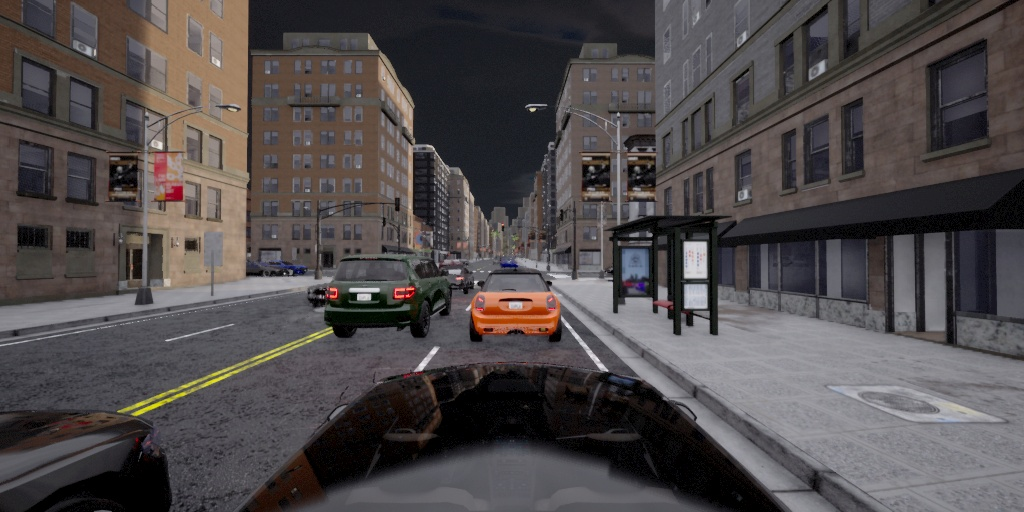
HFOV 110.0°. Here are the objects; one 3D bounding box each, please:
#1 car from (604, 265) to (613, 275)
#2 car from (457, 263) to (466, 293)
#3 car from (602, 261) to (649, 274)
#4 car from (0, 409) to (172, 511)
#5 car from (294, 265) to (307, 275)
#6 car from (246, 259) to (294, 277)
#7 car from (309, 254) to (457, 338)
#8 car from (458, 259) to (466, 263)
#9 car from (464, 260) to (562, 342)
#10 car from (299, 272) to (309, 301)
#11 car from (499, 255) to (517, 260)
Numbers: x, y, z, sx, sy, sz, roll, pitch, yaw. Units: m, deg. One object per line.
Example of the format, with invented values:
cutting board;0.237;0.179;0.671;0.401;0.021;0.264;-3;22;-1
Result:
car;12.836;1.386;38.902;5.357;1.411;2.033;0;-1;-4
car;-3.205;1.283;20.064;1.812;1.442;4.674;0;0;0
car;13.296;1.373;42.133;4.902;1.511;2.128;0;-1;0
car;-3.144;1.241;0.320;2.128;1.511;4.902;0;0;0
car;-22.799;1.151;35.209;5.008;1.535;1.882;0;-1;0
car;-22.928;1.177;31.959;5.357;1.411;2.033;0;-1;0
car;-3.174;0.974;10.357;2.150;2.045;5.566;0;0;0
car;-9.977;1.296;64.347;1.812;1.442;4.674;0;0;0
car;0.077;1.105;9.973;2.097;1.767;4.553;0;0;0
car;-6.589;1.356;15.217;1.895;1.301;4.718;0;0;1
car;-0.420;0.985;50.778;2.150;2.045;5.566;-1;0;-1
